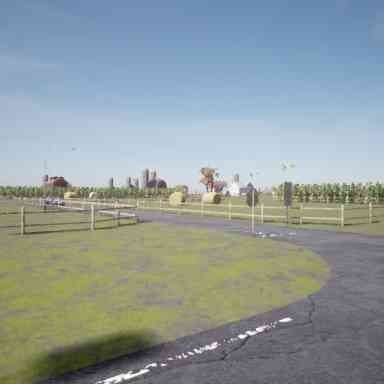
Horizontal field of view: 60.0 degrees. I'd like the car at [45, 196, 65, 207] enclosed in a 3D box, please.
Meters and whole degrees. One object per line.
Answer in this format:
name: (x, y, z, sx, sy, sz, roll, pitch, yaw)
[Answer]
car: (-20.180, 1.414, 48.764, 2.128, 1.511, 4.902, 1, -1, -40)
